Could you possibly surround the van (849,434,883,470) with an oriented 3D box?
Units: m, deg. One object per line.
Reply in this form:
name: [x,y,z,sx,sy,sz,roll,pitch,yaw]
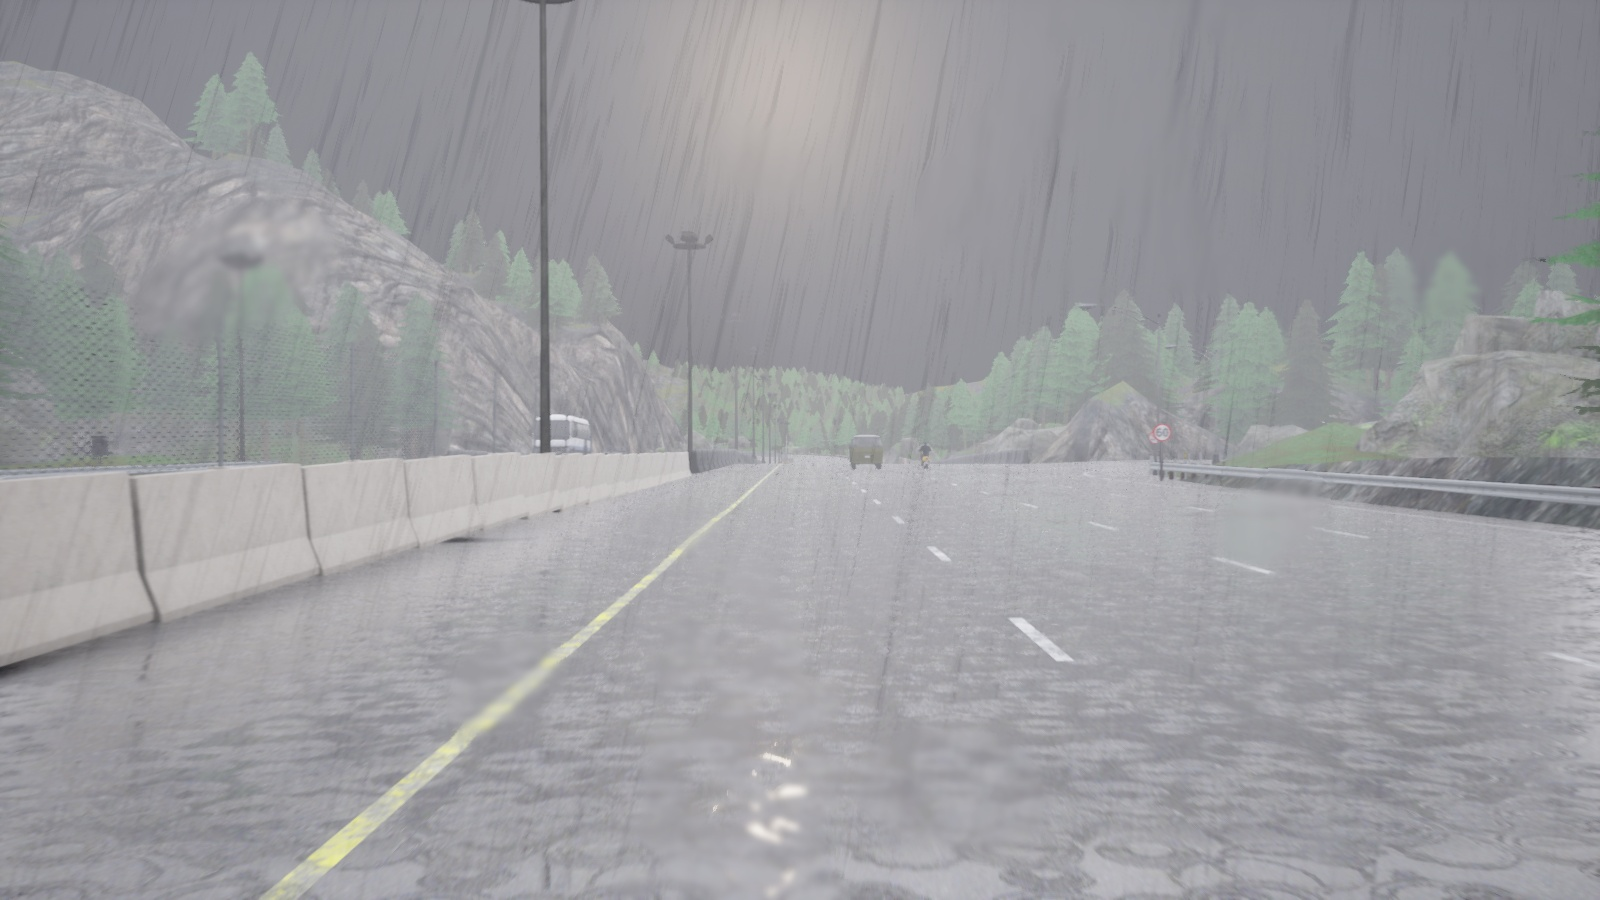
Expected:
van: [3.812,0.108,73.123,1.775,1.987,4.442,0,0,0]
